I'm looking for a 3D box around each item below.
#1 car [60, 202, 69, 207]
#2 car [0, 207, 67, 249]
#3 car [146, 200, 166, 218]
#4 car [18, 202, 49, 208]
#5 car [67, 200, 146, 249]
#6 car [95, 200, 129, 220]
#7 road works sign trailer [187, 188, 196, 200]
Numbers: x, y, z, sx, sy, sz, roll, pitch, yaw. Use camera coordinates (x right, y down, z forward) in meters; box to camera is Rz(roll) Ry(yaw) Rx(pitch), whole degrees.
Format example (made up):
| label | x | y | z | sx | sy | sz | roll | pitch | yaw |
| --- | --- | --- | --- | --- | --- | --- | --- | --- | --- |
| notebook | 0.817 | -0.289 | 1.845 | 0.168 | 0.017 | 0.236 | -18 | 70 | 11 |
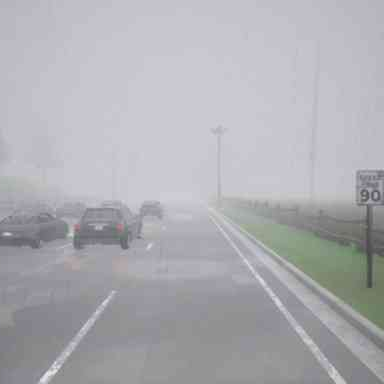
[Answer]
| label | x | y | z | sx | sy | sz | roll | pitch | yaw |
| --- | --- | --- | --- | --- | --- | --- | --- | --- | --- |
| car | -10.500 | 1.573 | 29.650 | 1.994 | 1.385 | 4.181 | 0 | 0 | 0 |
| car | -7.000 | 1.573 | 14.650 | 1.994 | 1.385 | 4.181 | 0 | 0 | 0 |
| car | -3.500 | 1.517 | 29.650 | 1.837 | 1.490 | 4.892 | 0 | 0 | 0 |
| car | -14.000 | 1.573 | 29.650 | 1.994 | 1.385 | 4.181 | 0 | 0 | 0 |
| car | -3.500 | 1.367 | 14.620 | 2.097 | 1.767 | 4.553 | 0 | 0 | 0 |
| car | -7.000 | 1.517 | 29.650 | 1.837 | 1.490 | 4.892 | 0 | 0 | 0 |
| road works sign trailer | -0.190 | 0.464 | 94.532 | 2.380 | 3.560 | 2.880 | 0 | 0 | 0 |
